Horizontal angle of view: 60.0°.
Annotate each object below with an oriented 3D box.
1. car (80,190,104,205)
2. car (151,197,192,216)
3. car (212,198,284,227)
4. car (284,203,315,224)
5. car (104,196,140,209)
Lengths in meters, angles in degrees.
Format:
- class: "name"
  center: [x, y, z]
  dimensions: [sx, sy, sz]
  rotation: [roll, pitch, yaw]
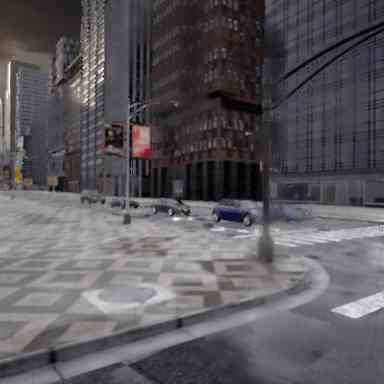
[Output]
- class: "car"
  center: [-13.966, 0.720, 46.740]
  dimensions: [2.150, 2.045, 5.566]
  rotation: [1, 0, -35]
- class: "car"
  center: [-1.904, 1.266, 29.531]
  dimensions: [1.837, 1.490, 4.892]
  rotation: [1, 0, -35]
- class: "car"
  center: [3.380, 1.231, 22.029]
  dimensions: [2.097, 1.767, 4.553]
  rotation: [1, 0, -35]
- class: "car"
  center: [6.164, 1.457, 24.063]
  dimensions: [2.033, 1.411, 5.357]
  rotation: [1, 0, -35]
- class: "car"
  center: [-7.839, 1.179, 37.969]
  dimensions: [2.033, 1.411, 5.357]
  rotation: [1, 0, -35]
